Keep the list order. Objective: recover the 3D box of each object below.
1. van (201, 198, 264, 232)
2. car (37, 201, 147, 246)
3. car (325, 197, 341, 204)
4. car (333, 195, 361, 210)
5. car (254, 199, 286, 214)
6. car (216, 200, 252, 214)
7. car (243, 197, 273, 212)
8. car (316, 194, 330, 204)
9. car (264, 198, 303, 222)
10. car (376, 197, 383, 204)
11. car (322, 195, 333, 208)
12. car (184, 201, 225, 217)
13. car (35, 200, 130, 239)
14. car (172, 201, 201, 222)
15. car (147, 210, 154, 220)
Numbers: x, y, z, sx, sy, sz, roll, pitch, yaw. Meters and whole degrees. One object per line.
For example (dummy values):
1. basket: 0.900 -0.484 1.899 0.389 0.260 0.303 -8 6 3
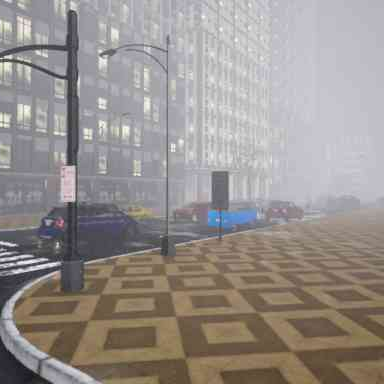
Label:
1. van: 2.565 1.368 20.286 1.690 1.788 3.998 0 0 38
2. car: -4.662 1.369 15.621 2.097 1.767 4.553 0 0 41
3. car: 28.406 1.625 67.008 2.008 1.369 4.403 0 0 38
4. car: 21.088 1.369 44.561 2.192 1.841 5.009 0 0 38
5. car: 8.847 1.558 37.494 1.812 1.442 4.674 0 0 38
6. car: 4.668 1.571 36.132 1.887 1.381 4.507 0 0 38
7. car: 8.059 1.471 40.543 1.967 1.590 4.097 0 0 38
8. car: 25.015 1.381 62.598 2.192 1.841 5.009 0 0 38
9. car: 7.524 1.472 26.918 1.967 1.590 4.097 0 0 38
10. car: 38.043 1.659 66.615 1.947 1.339 4.313 0 0 38
11. car: 21.290 1.546 48.868 2.128 1.511 4.902 0 0 38
12. car: 1.277 1.604 31.721 1.802 1.307 4.206 0 0 38
13. car: -5.877 1.367 18.369 2.097 1.767 4.553 0 0 38
14. car: 0.454 1.500 26.599 1.882 1.535 5.008 0 0 37
15. car: -4.827 1.540 23.995 1.752 1.417 4.829 0 0 38
